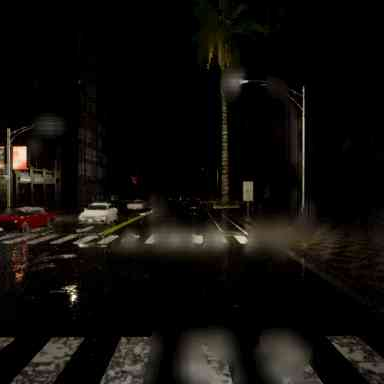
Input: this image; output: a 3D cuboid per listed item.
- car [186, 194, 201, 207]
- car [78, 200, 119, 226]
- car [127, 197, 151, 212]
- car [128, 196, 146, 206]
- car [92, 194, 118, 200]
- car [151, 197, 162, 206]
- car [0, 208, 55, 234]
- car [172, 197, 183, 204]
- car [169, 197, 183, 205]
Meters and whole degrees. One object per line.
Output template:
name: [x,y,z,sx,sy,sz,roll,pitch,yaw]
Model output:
car: [0.223,1.259,53.399,2.150,2.045,5.566,0,0,0]
car: [-6.501,1.532,23.586,1.812,1.442,4.674,0,0,0]
car: [-6.431,1.617,39.615,1.895,1.301,4.718,0,0,0]
car: [-9.510,1.543,57.885,2.128,1.511,4.902,0,0,0]
car: [-9.693,1.235,37.188,2.150,2.045,5.566,0,0,0]
car: [-6.258,1.662,57.985,2.033,1.411,5.357,0,0,0]
car: [-9.769,1.604,19.238,1.895,1.301,4.718,0,0,0]
car: [-2.878,1.633,67.651,1.994,1.385,4.181,0,0,0]
car: [-2.920,1.610,57.693,1.994,1.385,4.181,0,0,1]
